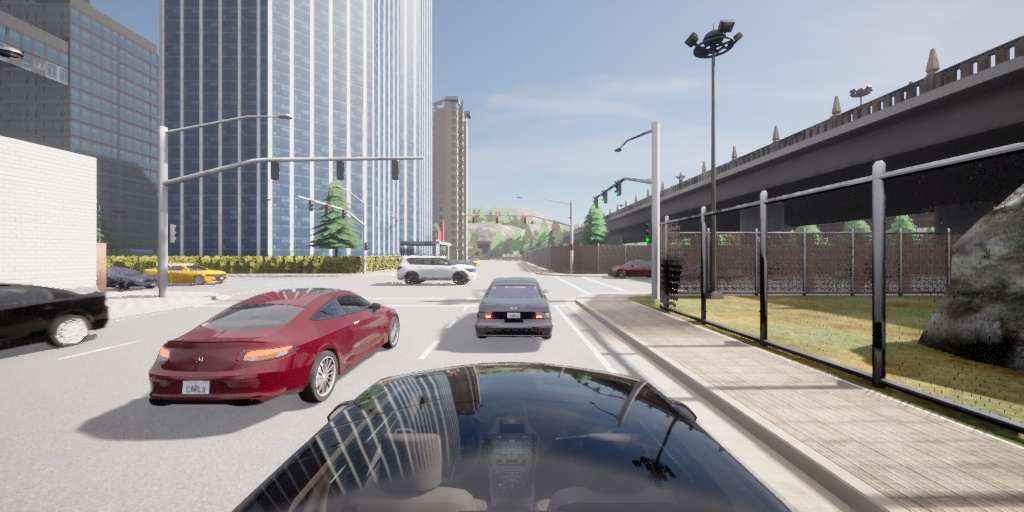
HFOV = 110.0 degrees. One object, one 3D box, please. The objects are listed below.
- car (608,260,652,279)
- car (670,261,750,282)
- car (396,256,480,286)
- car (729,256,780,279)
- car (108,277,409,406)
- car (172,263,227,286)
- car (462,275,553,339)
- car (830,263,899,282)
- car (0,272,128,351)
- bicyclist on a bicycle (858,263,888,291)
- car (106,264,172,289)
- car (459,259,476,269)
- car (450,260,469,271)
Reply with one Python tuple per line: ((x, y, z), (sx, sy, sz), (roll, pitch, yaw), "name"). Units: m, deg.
((11.196, 1.157, 32.746), (4.553, 1.767, 2.097), (0, 0, 2), "car")
((15.835, 1.353, 29.203), (5.357, 1.411, 2.033), (0, 0, 0), "car")
((-5.296, 0.997, 25.415), (5.566, 2.045, 2.150), (0, 0, 0), "car")
((21.210, 1.025, 32.727), (5.566, 2.045, 2.150), (0, 0, 0), "car")
((-3.450, 1.276, 6.231), (1.812, 1.442, 4.674), (0, 0, 0), "car")
((-23.006, 1.283, 25.337), (5.008, 1.535, 1.882), (0, 0, 0), "car")
((0.078, 1.297, 10.052), (2.033, 1.411, 5.357), (0, 0, 1), "car")
((28.857, 1.298, 29.252), (4.902, 1.511, 2.128), (0, 0, 0), "car")
((-10.567, 1.227, 6.423), (1.882, 1.535, 5.008), (0, 0, 0), "car")
((18.264, 1.106, 18.231), (0.582, 1.620, 1.656), (0, 0, 0), "bicyclist on a bicycle")
((-24.493, 1.353, 21.831), (5.357, 1.411, 2.033), (0, 0, 0), "car")
((-7.193, 1.297, 58.802), (2.033, 1.411, 5.357), (0, 0, 0), "car")
((-7.186, 1.314, 49.565), (1.994, 1.385, 4.181), (0, 0, 0), "car")
